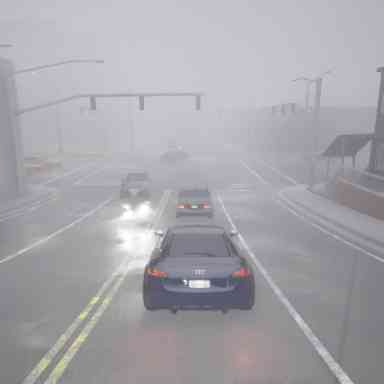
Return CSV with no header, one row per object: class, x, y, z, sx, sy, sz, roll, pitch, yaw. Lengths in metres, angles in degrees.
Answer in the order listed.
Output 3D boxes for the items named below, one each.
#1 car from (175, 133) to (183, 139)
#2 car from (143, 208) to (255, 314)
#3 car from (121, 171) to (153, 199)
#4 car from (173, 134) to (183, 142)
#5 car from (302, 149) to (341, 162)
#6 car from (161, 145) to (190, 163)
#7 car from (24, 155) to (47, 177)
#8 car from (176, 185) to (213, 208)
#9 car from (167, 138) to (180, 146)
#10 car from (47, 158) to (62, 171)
car,-3.399,-14.792,87.998,1.812,1.442,4.674,0,12,0
car,0.111,1.346,7.386,1.994,1.385,4.181,0,3,0
car,-3.731,-0.583,22.818,2.128,1.511,4.902,0,10,-4
car,-3.421,-10.490,68.408,2.128,1.511,4.902,0,12,0
car,16.165,-4.551,41.343,4.674,1.442,1.812,0,12,0
car,-2.030,-4.531,41.172,1.837,1.490,4.892,8,15,26
car,-16.731,-2.324,31.009,5.008,1.535,1.882,0,12,0
car,0.113,0.361,17.270,2.033,1.411,5.357,0,8,0
car,-3.505,-8.294,58.761,1.895,1.301,4.718,0,12,-2
car,-16.109,-3.075,34.429,5.008,1.535,1.882,0,12,0
